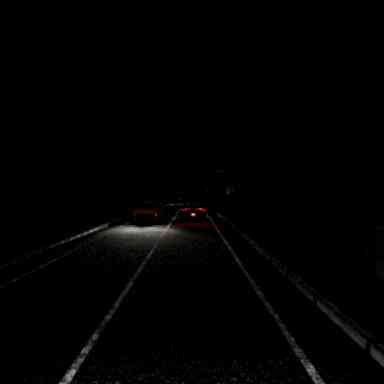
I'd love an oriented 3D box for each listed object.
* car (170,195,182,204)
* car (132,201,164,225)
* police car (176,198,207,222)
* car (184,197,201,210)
[{"bbox_3d":[-3.039,1.418,65.057,2.097,1.767,4.553,0,-1,0],"label":"car"},{"bbox_3d":[-3.108,1.435,24.138,1.882,1.535,5.008,0,0,0],"label":"car"},{"bbox_3d":[0.090,1.453,25.876,2.038,1.542,4.974,0,0,0],"label":"police car"},{"bbox_3d":[0.084,1.461,42.873,2.033,1.411,5.357,0,0,0],"label":"car"}]
